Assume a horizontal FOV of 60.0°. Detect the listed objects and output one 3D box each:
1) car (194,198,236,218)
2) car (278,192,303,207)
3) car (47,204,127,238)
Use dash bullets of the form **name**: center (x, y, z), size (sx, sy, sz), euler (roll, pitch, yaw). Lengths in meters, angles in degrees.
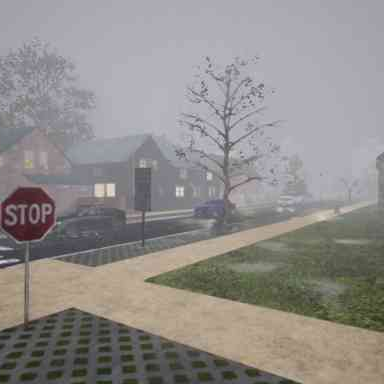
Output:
- **car**: center (2.055, 1.331, 28.863), size (1.882, 1.535, 5.008), euler (1, 1, 34)
- **car**: center (13.765, 0.971, 46.222), size (2.150, 2.045, 5.566), euler (1, 0, 34)
- **car**: center (-5.581, 1.416, 17.399), size (2.128, 1.511, 4.902), euler (1, 1, 34)
